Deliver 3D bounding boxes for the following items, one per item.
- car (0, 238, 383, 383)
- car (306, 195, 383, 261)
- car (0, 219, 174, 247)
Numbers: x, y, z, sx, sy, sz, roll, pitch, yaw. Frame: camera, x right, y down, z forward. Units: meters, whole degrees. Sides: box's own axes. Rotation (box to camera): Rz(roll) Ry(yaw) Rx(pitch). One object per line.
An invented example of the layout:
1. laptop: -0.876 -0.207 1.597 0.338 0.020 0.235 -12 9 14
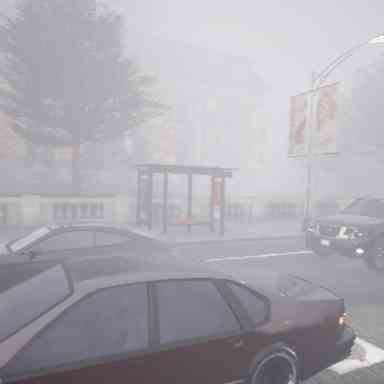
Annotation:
1. car: -0.767 1.429 3.450 5.357 1.411 2.033 1 2 -26
2. car: 6.297 1.121 10.700 5.566 2.045 2.150 1 2 -26
3. car: -2.465 1.286 6.515 4.674 1.442 1.812 1 2 -25
